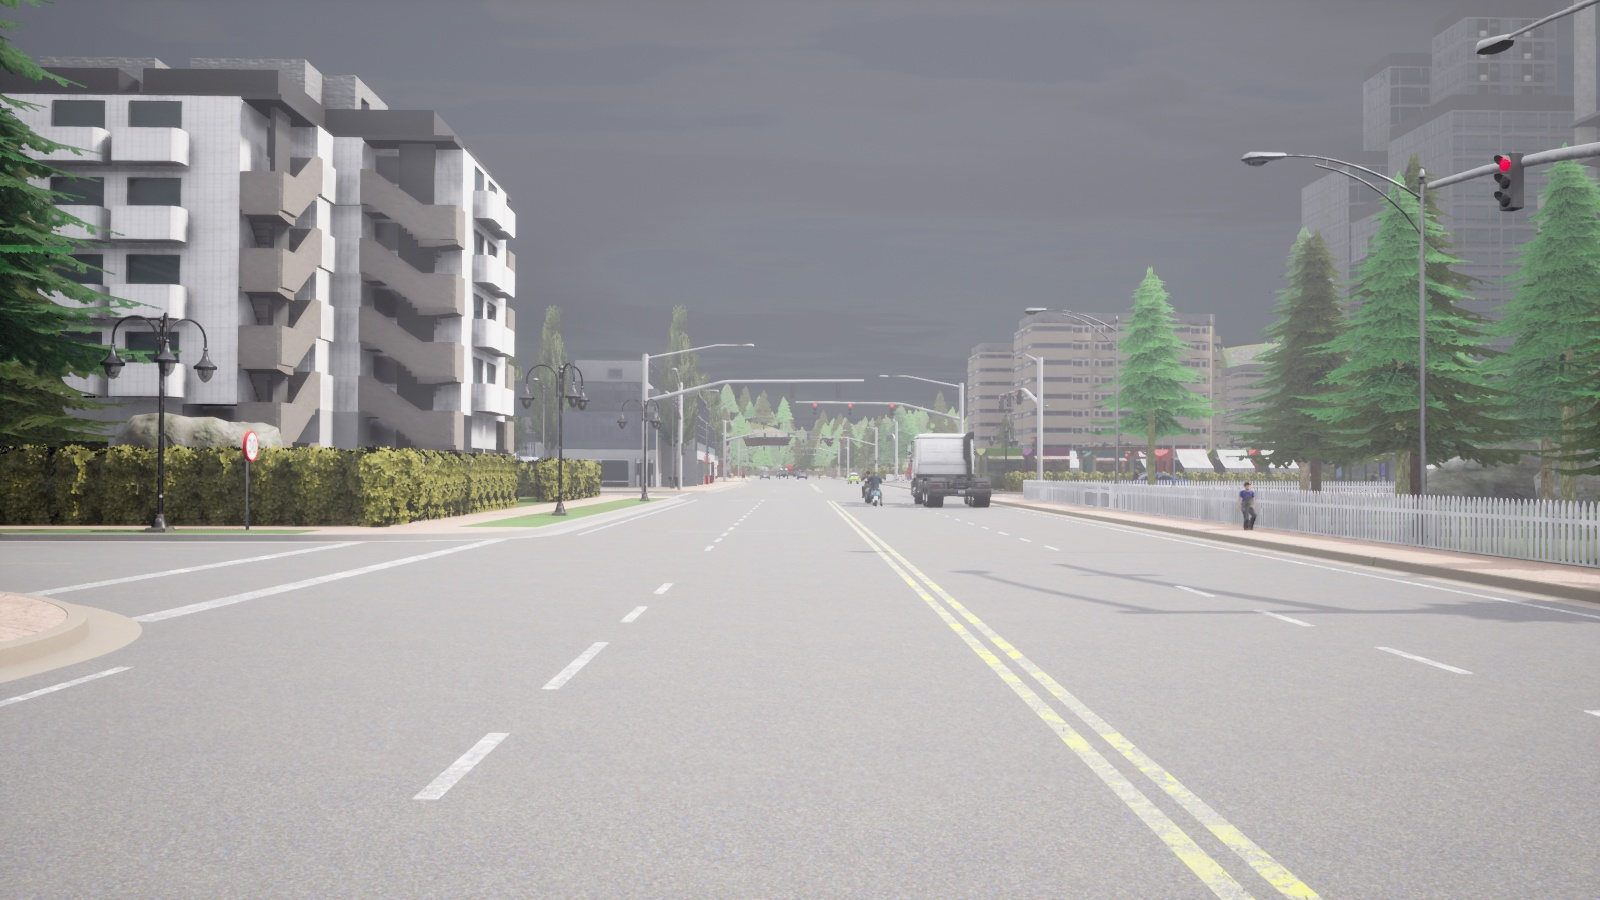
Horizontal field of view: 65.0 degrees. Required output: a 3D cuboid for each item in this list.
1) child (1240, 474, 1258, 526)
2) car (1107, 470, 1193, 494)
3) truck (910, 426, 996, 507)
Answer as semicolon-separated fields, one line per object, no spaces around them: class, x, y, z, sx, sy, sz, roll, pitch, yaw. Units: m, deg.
child;10.931;1.222;30.604;0.270;1.263;0.437;0;-1;0
car;22.624;2.063;81.258;5.008;1.535;1.882;0;-1;-2
truck;6.860;0.768;57.460;2.891;3.462;7.936;0;-1;0
